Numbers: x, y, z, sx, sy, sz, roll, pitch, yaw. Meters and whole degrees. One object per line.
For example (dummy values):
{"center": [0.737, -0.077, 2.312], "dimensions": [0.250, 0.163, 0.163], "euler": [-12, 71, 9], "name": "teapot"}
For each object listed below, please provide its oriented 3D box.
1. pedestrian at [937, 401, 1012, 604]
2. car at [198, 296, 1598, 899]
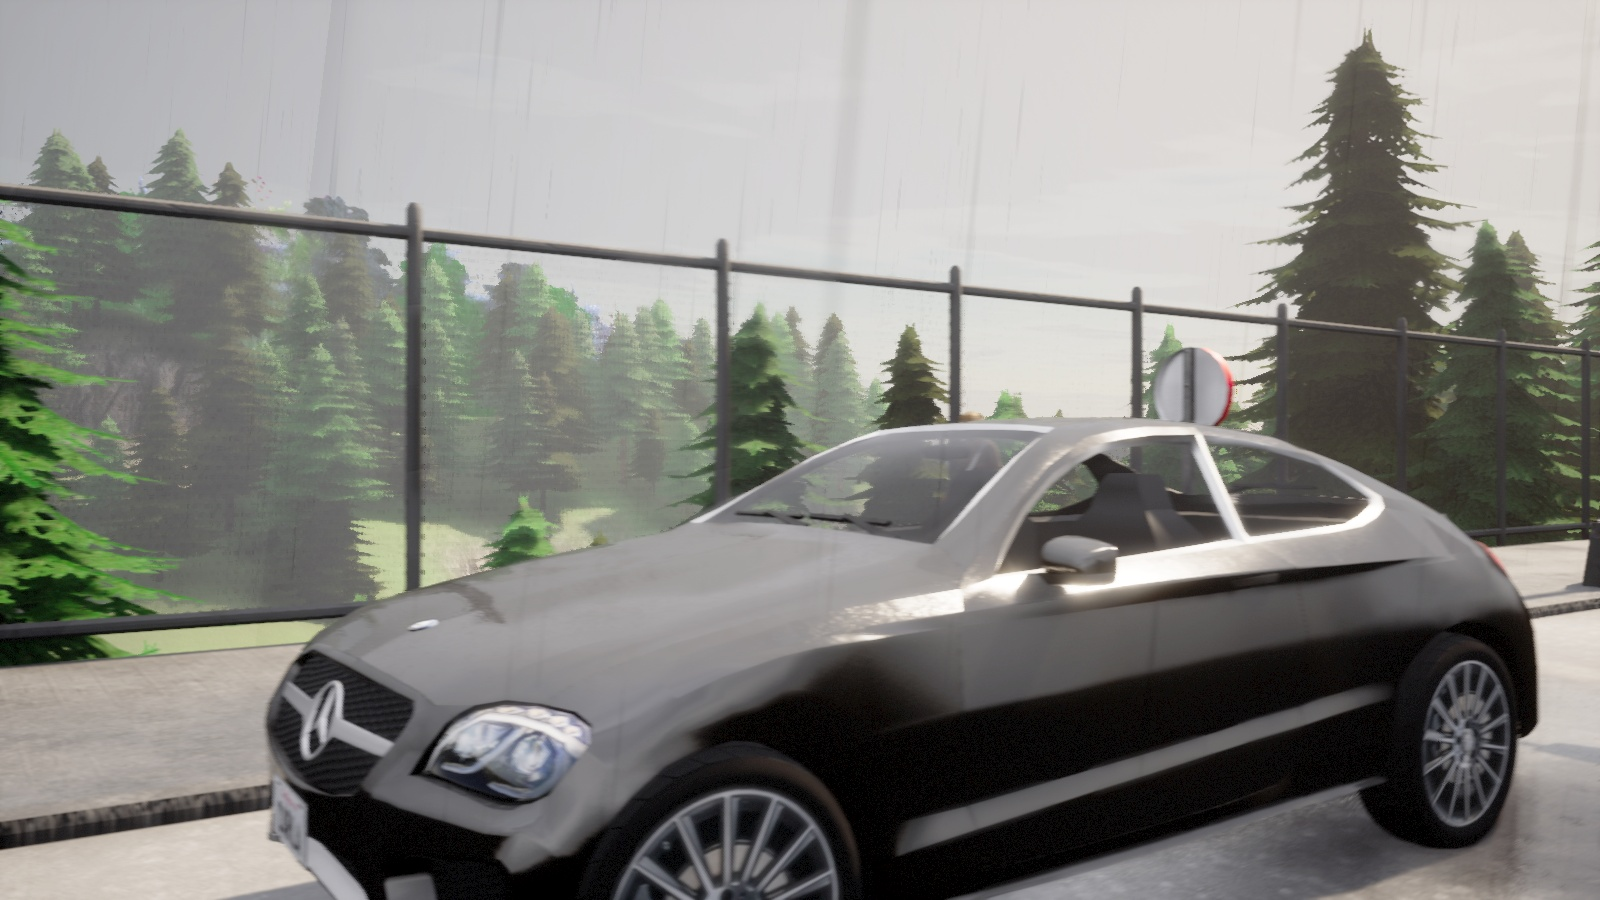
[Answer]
{"center": [1.630, 0.480, 11.729], "dimensions": [0.634, 1.846, 0.331], "euler": [0, 0, -35], "name": "pedestrian"}
{"center": [0.674, 0.534, 4.731], "dimensions": [5.027, 1.651, 2.152], "euler": [0, 0, -35], "name": "car"}
